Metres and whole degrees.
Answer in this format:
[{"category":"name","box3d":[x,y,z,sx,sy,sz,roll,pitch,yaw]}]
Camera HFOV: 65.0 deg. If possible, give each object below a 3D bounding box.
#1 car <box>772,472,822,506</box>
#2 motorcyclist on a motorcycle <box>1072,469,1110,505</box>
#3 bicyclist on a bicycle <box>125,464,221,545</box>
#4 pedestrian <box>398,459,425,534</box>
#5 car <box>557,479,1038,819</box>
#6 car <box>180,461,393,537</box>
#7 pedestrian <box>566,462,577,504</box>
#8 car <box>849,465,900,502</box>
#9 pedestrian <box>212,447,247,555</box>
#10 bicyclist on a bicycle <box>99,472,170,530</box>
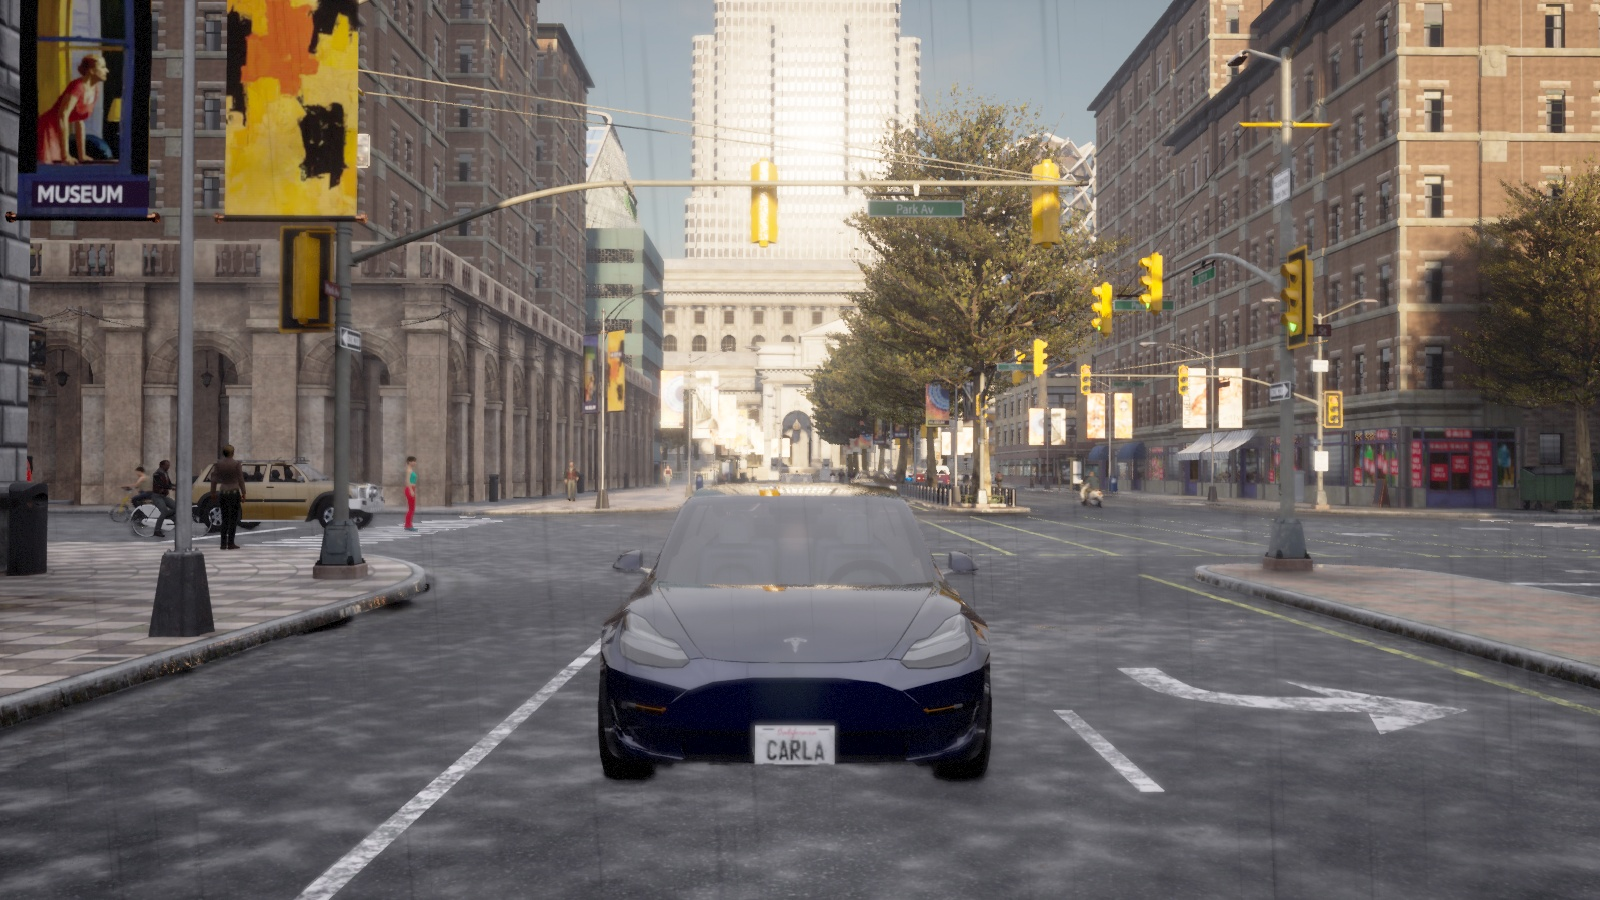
[{"category":"car","box3d":[-0.140,1.785,57.926,2.163,1.488,4.792,0,-1,0]},{"category":"motorcyclist on a motorcycle","box3d":[13.008,1.658,56.210,0.866,1.590,1.817,0,-1,-16]},{"category":"bicyclist on a bicycle","box3d":[-14.120,1.216,28.301,1.843,1.776,0.659,0,-1,0]},{"category":"pedestrian","box3d":[-9.527,1.131,30.788,0.594,1.836,0.345,0,-1,-8]},{"category":"car","box3d":[-0.020,0.950,8.059,2.163,1.488,4.792,0,-1,0]},{"category":"car","box3d":[-12.935,1.216,31.817,4.605,1.855,1.932,0,-1,0]},{"category":"pedestrian","box3d":[-10.133,1.444,55.659,0.376,1.854,0.720,0,-1,0]},{"category":"car","box3d":[3.435,1.566,58.898,2.152,1.651,5.027,0,-1,1]},{"category":"pedestrian","box3d":[-9.950,0.878,21.896,0.331,1.846,0.634,0,-1,-2]},{"category":"bicyclist on a bicycle","box3d":[-18.678,1.417,35.260,1.509,1.612,0.866,0,-1,0]}]
